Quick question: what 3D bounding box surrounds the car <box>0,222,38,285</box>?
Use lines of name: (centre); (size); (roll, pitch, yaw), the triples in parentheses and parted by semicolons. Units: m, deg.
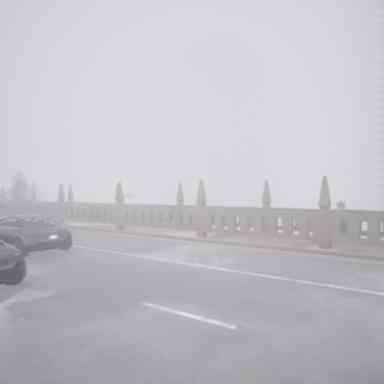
car: (-5.979, 1.565, 8.258); (4.181, 1.385, 1.994); (0, 0, 36)

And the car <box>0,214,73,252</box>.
car: (-6.545, 1.565, 12.961); (4.181, 1.385, 1.994); (0, 0, 36)
